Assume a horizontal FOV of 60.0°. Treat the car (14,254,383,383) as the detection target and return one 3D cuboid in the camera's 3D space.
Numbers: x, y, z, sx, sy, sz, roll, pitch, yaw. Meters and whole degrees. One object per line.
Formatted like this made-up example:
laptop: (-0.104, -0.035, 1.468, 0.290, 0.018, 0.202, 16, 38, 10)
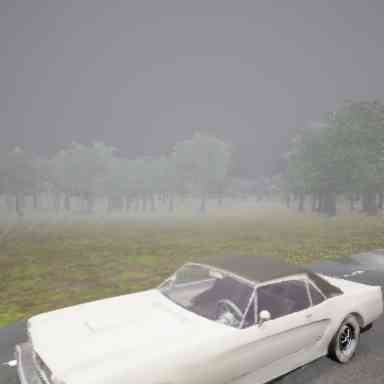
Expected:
car: (0.414, 1.597, 4.290, 4.718, 1.301, 1.895, 0, 0, -35)
